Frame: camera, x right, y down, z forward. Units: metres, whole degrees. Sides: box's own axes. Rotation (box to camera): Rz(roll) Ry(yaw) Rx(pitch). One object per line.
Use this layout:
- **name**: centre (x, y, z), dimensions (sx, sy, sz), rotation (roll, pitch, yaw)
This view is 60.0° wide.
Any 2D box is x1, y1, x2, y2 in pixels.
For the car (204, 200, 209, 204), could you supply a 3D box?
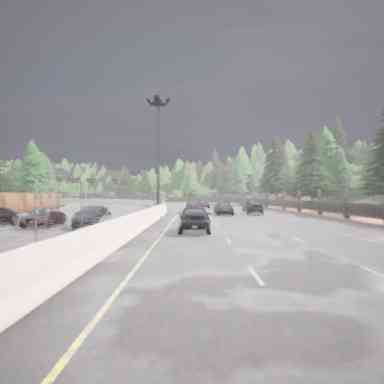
- **car**: centre (1.645, 2.075, 58.088), dimensions (1.994, 1.385, 4.181), rotation (0, -1, -11)

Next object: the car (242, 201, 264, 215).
- **car**: centre (7.107, 1.841, 39.134), dimensions (1.837, 1.490, 4.892), rotation (0, 0, -1)

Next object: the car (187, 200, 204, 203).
- **car**: centre (0.016, 1.943, 44.713), dimensions (2.033, 1.411, 5.357), rotation (0, 0, -3)

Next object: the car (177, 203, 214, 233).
- **car**: centre (0.146, 1.690, 20.829), dimensions (1.837, 1.490, 4.892), rotation (0, 0, 0)

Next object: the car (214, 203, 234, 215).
- **car**: centre (3.602, 1.897, 38.267), dimensions (1.994, 1.385, 4.181), rotation (0, 0, -1)
